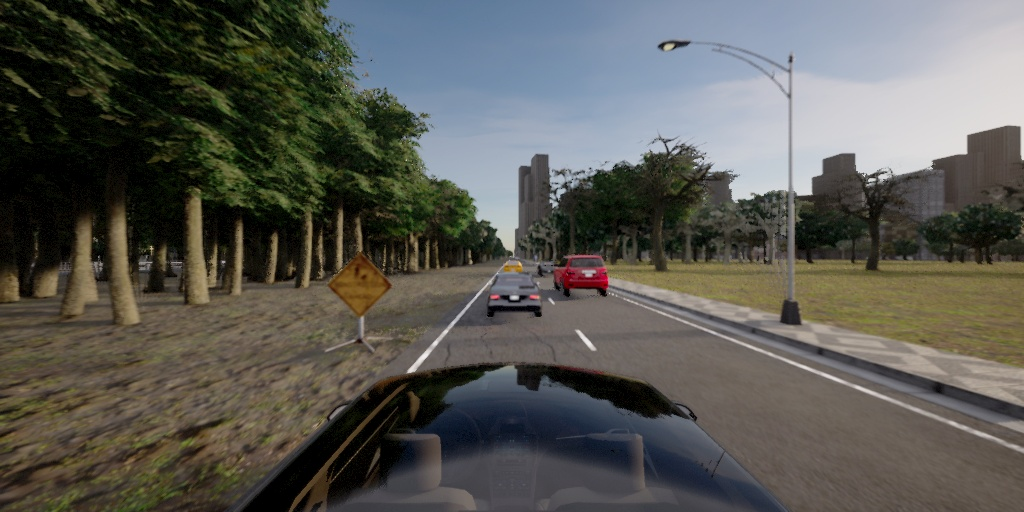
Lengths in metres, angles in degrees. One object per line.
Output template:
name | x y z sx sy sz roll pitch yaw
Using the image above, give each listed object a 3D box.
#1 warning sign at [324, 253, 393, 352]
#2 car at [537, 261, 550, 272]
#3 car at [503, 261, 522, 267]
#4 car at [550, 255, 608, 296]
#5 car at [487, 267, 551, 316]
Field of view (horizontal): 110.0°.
warning sign | -3.050 0.867 7.232 1.300 1.860 1.060 0 0 0
car | 3.599 1.256 36.936 2.128 1.511 4.902 0 0 0
car | 0.101 1.243 38.745 1.882 1.535 5.008 0 0 0
car | 3.599 0.979 19.484 2.150 2.045 5.566 0 0 0
car | 0.085 1.301 13.315 2.033 1.411 5.357 0 0 0
